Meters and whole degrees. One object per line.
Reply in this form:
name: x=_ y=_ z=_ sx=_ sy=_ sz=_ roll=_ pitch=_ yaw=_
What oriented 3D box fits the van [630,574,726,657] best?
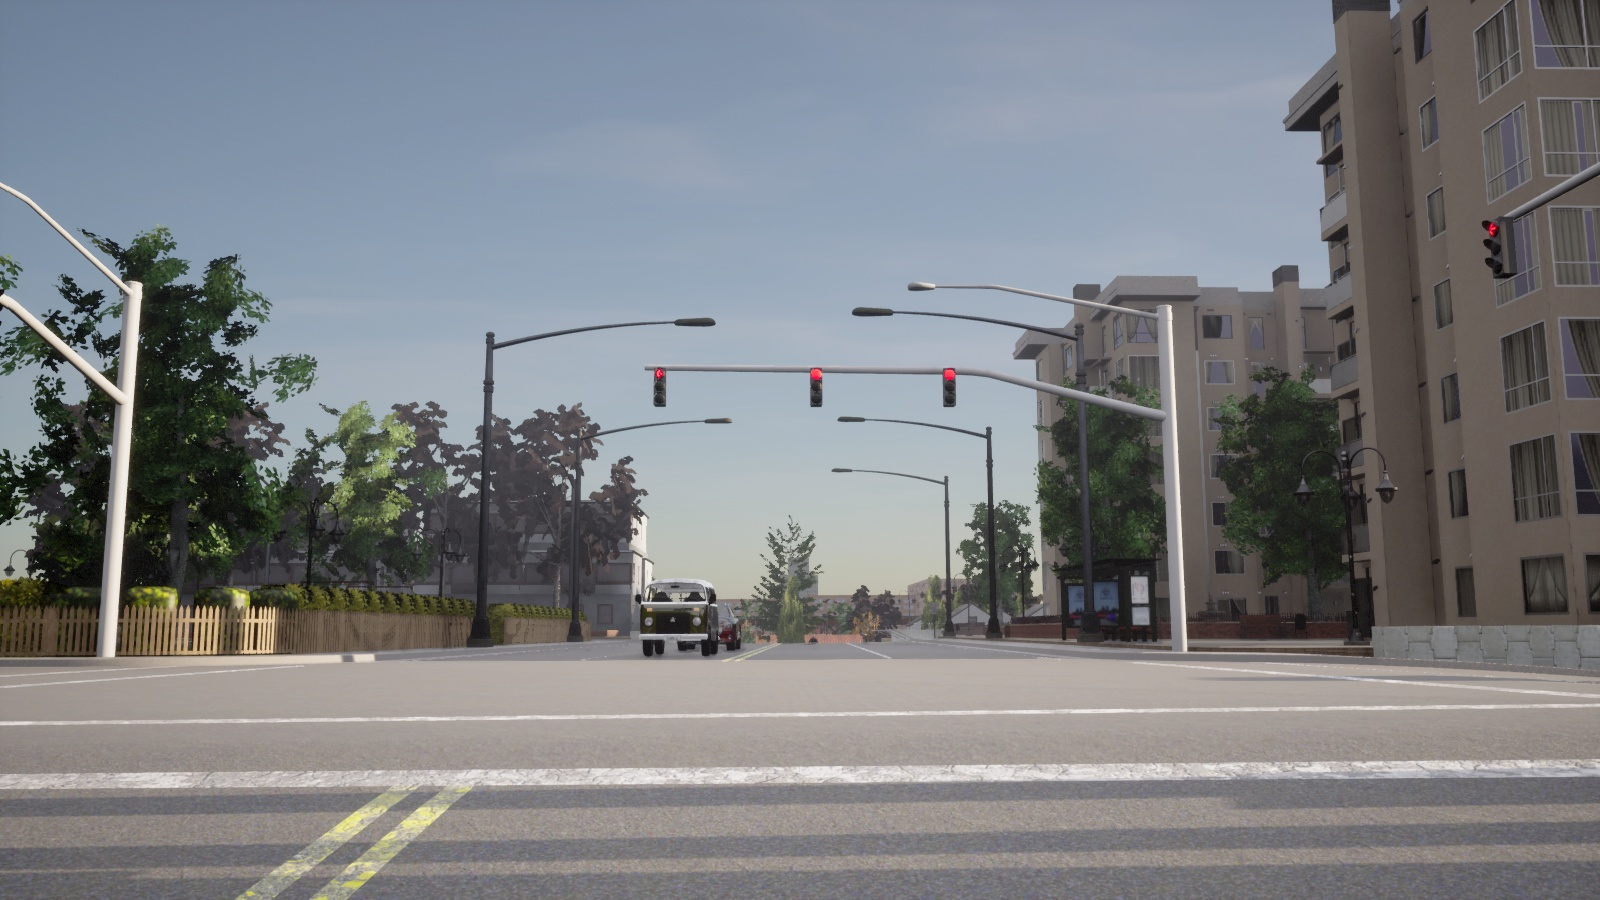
van: x=-3.163 y=4.443 z=33.519 sx=2.069 sy=2.038 sz=4.480 roll=0 pitch=-8 yaw=1

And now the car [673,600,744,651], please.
car: x=-3.068 y=6.025 z=43.031 sx=2.033 sy=1.649 sz=4.856 roll=0 pitch=-8 yaw=0
